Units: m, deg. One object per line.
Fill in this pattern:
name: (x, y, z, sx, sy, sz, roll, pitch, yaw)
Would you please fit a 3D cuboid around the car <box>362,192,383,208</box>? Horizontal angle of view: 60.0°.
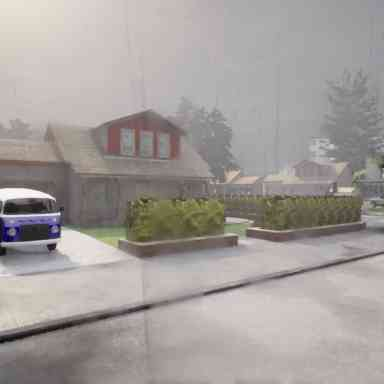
car: (22.966, 0.985, 40.708, 3.866, 1.878, 1.905, 0, 0, -1)
